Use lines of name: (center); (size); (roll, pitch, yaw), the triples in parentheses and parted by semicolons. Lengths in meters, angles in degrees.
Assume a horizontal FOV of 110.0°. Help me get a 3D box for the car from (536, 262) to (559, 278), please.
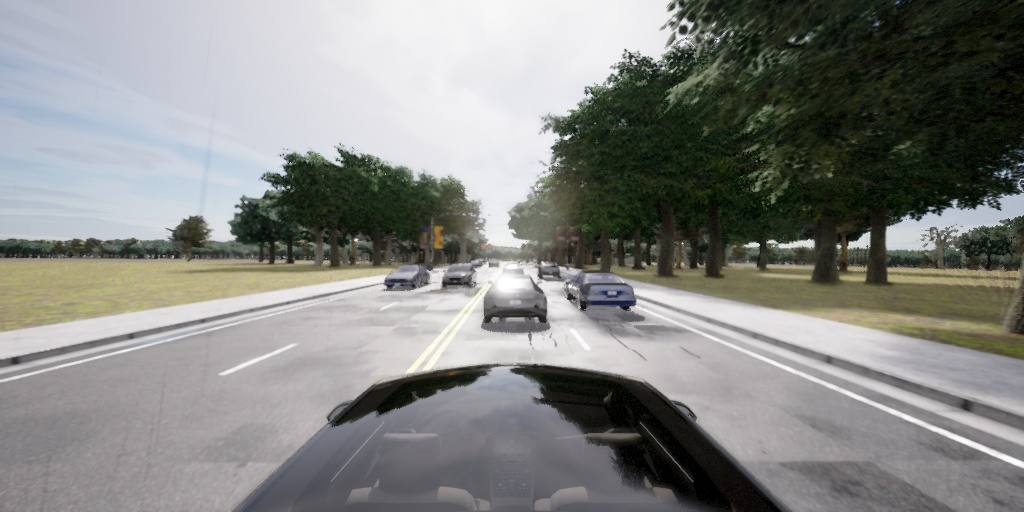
car: (3.338, 1.259, 33.280); (2.128, 1.511, 4.902); (0, 0, 0)

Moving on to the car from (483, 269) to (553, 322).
car: (0.097, 1.305, 12.292); (1.994, 1.385, 4.181); (0, 0, 0)

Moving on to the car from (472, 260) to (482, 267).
car: (-6.539, 1.399, 64.209); (1.994, 1.385, 4.181); (0, 0, 1)

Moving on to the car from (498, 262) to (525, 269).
car: (0.089, 1.308, 30.393); (2.033, 1.411, 5.357); (0, 0, 0)

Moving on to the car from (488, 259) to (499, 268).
car: (-3.293, 1.317, 65.074); (1.882, 1.535, 5.008); (0, 0, 0)

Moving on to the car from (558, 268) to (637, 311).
car: (3.344, 1.288, 14.466); (2.033, 1.411, 5.357); (0, 0, 0)

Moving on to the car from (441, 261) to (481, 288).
car: (-3.355, 1.251, 23.540); (1.837, 1.490, 4.892); (0, 0, 0)

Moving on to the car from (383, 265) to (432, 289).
car: (-6.607, 1.294, 23.315); (2.033, 1.411, 5.357); (0, 0, 0)
